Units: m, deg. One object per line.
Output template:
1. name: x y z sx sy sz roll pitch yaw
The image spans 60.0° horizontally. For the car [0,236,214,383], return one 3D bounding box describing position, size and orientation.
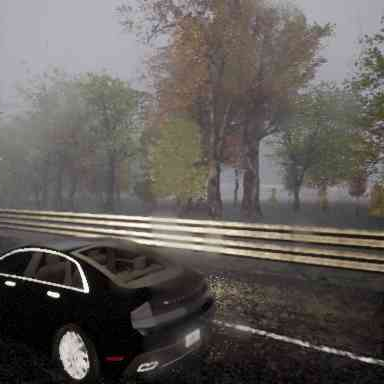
1. car: -1.993 1.482 5.324 4.892 1.490 1.837 0 0 34
